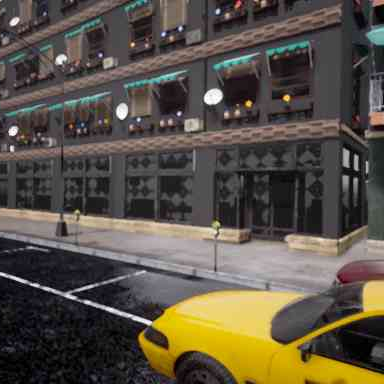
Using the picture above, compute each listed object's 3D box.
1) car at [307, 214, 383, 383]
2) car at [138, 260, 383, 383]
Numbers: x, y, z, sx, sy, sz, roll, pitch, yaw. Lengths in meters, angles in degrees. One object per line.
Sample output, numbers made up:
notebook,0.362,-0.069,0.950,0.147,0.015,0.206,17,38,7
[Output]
car,4.136,1.358,3.603,5.009,1.841,2.192,1,0,35
car,1.912,1.465,2.887,5.366,1.575,1.801,1,1,34
